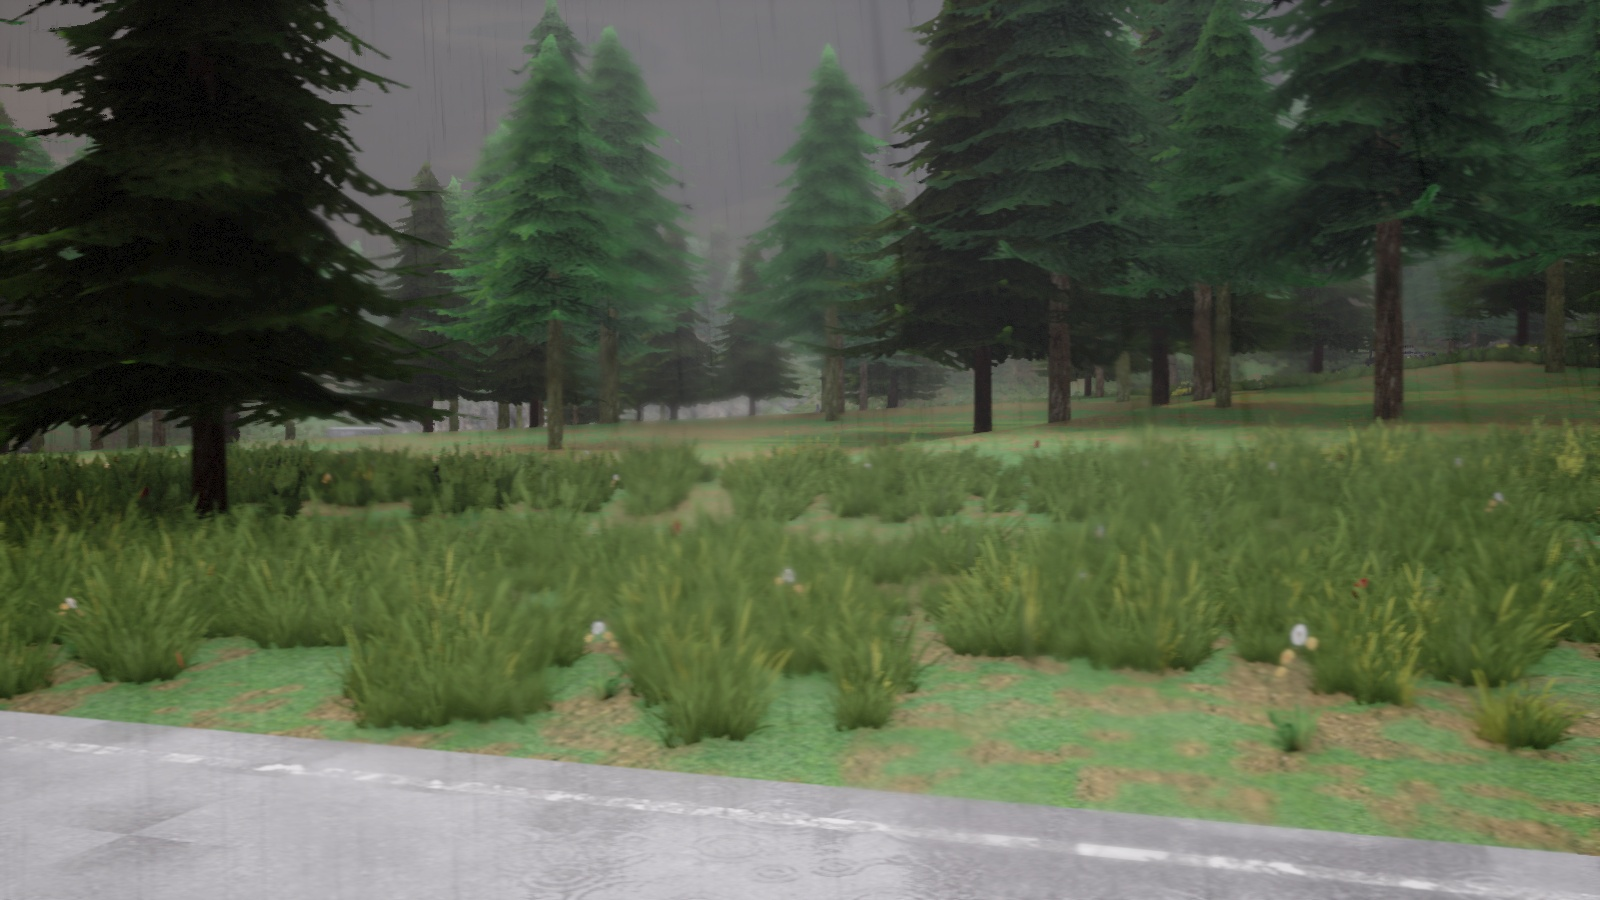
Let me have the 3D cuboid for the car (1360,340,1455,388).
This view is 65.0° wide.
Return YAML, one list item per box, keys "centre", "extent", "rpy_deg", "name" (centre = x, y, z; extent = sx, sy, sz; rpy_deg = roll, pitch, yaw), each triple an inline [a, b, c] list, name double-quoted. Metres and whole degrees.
- centre: [30.933, -4.333, 64.048]
  extent: [1.905, 1.878, 3.866]
  rpy_deg: [0, -4, -27]
  name: "car"

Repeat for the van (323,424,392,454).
- centre: [-30.124, -0.766, 85.638]
  extent: [1.775, 1.987, 4.442]
  rpy_deg: [0, 1, 27]
  name: "van"
